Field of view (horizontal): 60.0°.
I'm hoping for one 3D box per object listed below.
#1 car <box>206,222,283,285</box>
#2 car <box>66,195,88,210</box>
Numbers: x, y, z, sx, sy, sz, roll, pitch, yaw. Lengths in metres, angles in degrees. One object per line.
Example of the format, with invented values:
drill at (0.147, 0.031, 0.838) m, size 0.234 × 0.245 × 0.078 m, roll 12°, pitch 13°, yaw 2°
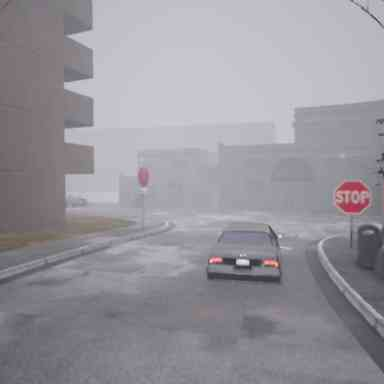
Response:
car at (1.646, 1.599, 9.746) m, size 2.033 × 1.411 × 5.357 m, roll 0°, pitch 0°, yaw 12°
car at (-13.709, 1.036, 36.409) m, size 4.902 × 1.511 × 2.128 m, roll 2°, pitch 3°, yaw 25°
